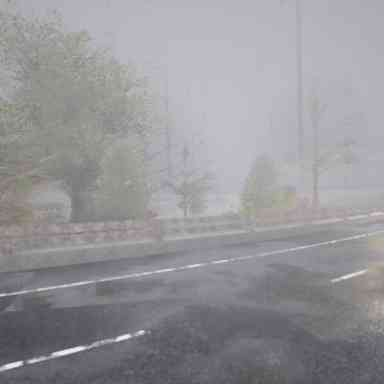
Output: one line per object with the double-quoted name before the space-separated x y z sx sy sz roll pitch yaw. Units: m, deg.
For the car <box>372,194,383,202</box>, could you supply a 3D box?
"car" 43.583 1.615 75.883 2.128 1.511 4.902 0 0 11
